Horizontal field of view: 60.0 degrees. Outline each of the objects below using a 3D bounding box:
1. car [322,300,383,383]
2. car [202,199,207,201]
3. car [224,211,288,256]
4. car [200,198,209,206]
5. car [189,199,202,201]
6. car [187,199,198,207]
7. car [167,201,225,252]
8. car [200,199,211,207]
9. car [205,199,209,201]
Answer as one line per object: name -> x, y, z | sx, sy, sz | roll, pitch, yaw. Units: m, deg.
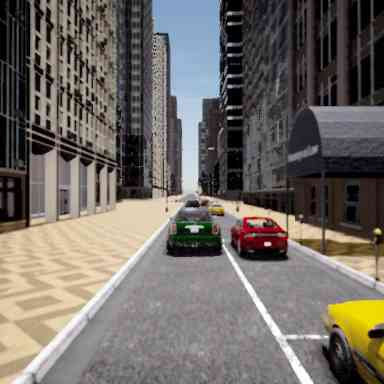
car -> 2.565, 1.547, 2.606 | 1.752, 1.417, 4.829 | 0, 0, 0
car -> 2.574, 1.870, 41.294 | 2.008, 1.369, 4.403 | 0, 0, 0
car -> 2.567, 1.651, 13.538 | 1.887, 1.381, 4.507 | 0, 0, 0
car -> 2.579, 2.049, 69.221 | 1.752, 1.417, 4.829 | 0, 0, 0
car -> 0.110, 1.816, 43.908 | 1.882, 1.535, 5.008 | 0, 0, 0
car -> 0.113, 2.025, 60.670 | 1.994, 1.385, 4.181 | 0, 0, 0
car -> 0.064, 1.466, 14.547 | 2.097, 1.767, 4.553 | 0, 0, -1
car -> 2.578, 2.027, 63.499 | 1.887, 1.381, 4.507 | 0, 0, 0
car -> 2.572, 1.804, 35.913 | 1.752, 1.417, 4.829 | 0, 0, 0
